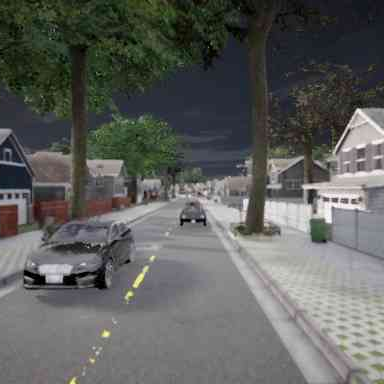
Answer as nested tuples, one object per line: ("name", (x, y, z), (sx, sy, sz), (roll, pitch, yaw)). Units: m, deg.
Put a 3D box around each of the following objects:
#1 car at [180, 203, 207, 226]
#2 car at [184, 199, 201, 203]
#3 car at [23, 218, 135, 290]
("car", (0.089, 1.707, 24.652), (1.895, 1.301, 4.718), (0, 0, 0))
("car", (0.091, 1.685, 43.498), (1.837, 1.490, 4.892), (0, -1, 0))
("car", (-2.824, 1.533, 9.297), (2.128, 1.511, 4.902), (0, 0, 0))
